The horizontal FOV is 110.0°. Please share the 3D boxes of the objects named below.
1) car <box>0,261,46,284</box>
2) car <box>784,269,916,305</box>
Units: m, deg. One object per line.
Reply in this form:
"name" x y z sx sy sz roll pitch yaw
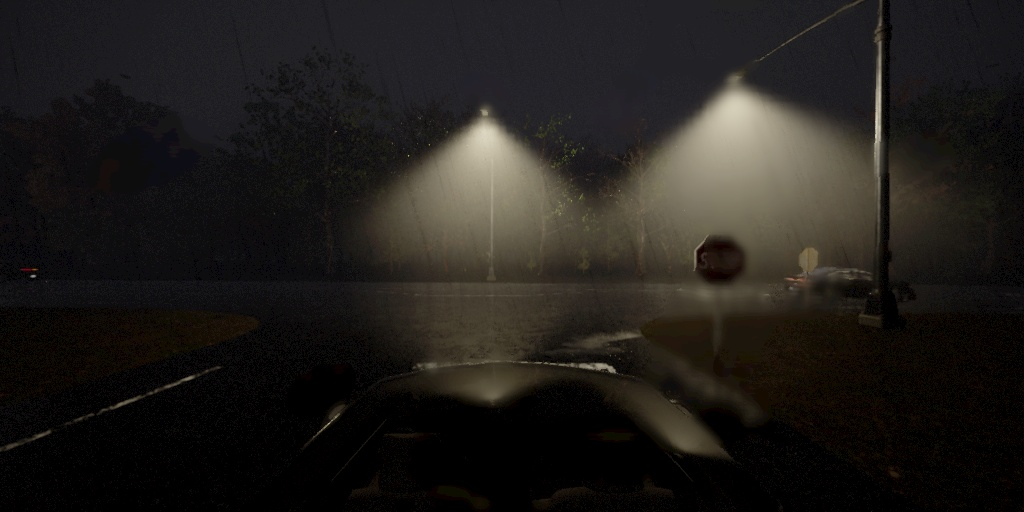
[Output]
"car" -33.929 1.054 23.663 4.892 1.490 1.837 0 0 1
"car" 15.087 1.322 16.106 4.902 1.511 2.128 0 0 0
